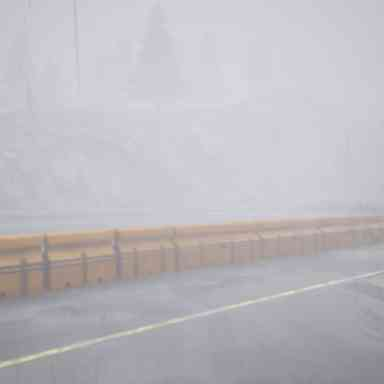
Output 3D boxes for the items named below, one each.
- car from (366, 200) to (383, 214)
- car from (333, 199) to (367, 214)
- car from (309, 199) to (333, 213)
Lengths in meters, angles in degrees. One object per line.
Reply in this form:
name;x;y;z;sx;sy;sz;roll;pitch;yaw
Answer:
car;19.810;1.608;32.930;4.892;1.490;1.837;1;0;-32
car;17.955;1.567;35.898;4.902;1.511;2.128;0;0;-32
car;15.700;1.567;38.622;4.892;1.490;1.837;1;0;-32
